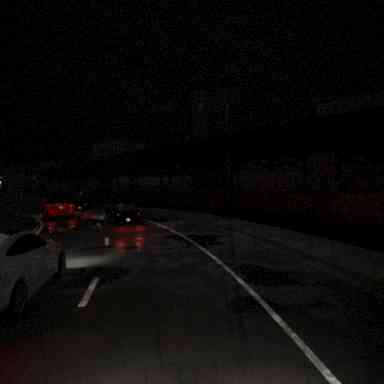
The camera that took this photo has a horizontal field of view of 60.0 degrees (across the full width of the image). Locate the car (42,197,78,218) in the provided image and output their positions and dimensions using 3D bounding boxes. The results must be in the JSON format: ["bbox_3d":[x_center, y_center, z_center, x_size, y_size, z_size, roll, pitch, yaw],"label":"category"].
[{"bbox_3d":[-11.459,1.263,28.290,2.097,1.767,4.553,-1,1,-30],"label":"car"}]

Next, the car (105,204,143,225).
[{"bbox_3d":[-4.871,1.451,23.071,1.895,1.301,4.718,-1,1,-22],"label":"car"}]

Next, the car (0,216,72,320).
[{"bbox_3d":[-4.070,1.508,7.004,1.812,1.442,4.674,-1,0,-7],"label":"car"}]

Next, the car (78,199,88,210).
[{"bbox_3d":[-13.504,1.446,38.264,1.895,1.301,4.718,-2,1,-33],"label":"car"}]
